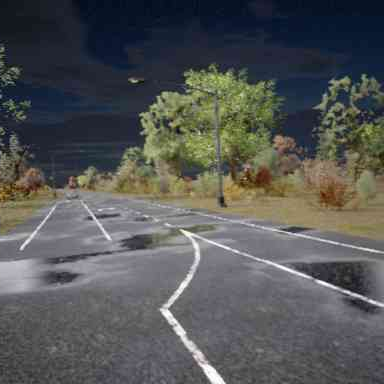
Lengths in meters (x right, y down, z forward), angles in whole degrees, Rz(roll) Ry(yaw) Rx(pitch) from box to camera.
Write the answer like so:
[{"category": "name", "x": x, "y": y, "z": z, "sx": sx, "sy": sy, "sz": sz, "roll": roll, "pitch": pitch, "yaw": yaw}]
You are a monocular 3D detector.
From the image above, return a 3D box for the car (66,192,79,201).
[{"category": "car", "x": -21.812, "y": 0.708, "z": 60.778, "sx": 1.837, "sy": 1.490, "sz": 4.892, "roll": -4, "pitch": 3, "yaw": -15}]
